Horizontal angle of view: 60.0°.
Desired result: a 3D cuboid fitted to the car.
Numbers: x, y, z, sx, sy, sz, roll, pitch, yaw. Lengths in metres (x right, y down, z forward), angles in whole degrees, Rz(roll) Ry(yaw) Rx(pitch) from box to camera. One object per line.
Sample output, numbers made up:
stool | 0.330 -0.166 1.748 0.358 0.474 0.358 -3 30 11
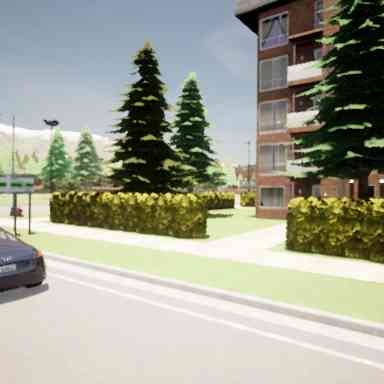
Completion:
car | -5.249 1.445 7.709 4.181 1.385 1.994 1 1 36
